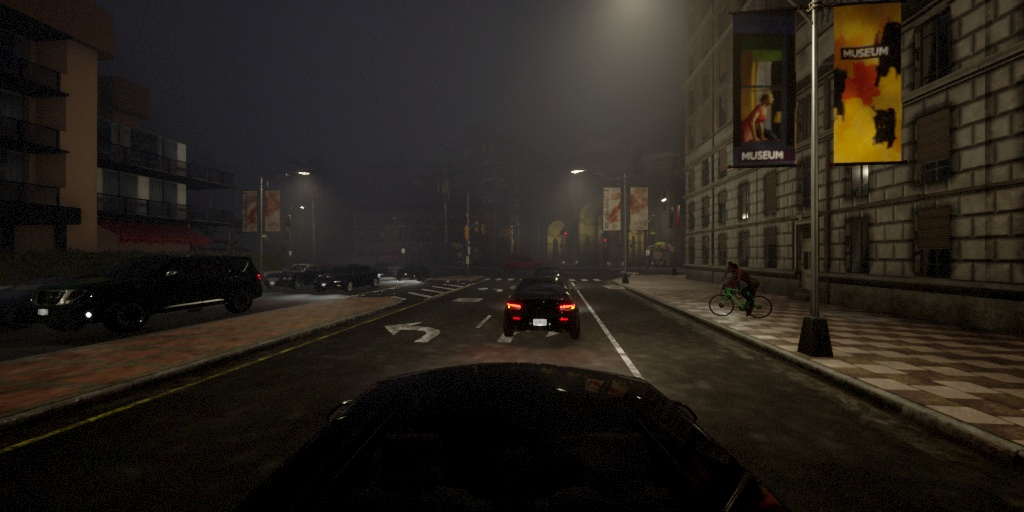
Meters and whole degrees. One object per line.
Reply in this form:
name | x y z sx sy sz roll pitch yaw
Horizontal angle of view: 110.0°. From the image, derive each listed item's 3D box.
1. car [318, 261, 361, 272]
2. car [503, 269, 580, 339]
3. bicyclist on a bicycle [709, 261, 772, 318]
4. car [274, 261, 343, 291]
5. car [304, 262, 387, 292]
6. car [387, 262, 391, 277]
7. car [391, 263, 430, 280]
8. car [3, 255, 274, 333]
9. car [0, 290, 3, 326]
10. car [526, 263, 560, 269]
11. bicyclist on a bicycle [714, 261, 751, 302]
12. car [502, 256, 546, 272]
car | -22.701 1.351 47.258 4.718 1.301 1.895 0 0 7
car | 0.877 1.276 10.078 1.812 1.442 4.674 0 0 7
bicyclist on a bicycle | 6.854 1.051 10.797 1.656 1.620 0.582 0 0 22
car | -12.993 1.242 22.274 2.128 1.511 4.902 0 0 7
car | -9.582 1.254 21.170 1.837 1.490 4.892 0 0 7
car | -12.825 1.298 35.406 2.033 1.411 5.357 0 0 -19
car | -8.579 1.314 31.315 1.994 1.385 4.181 0 0 3
car | -10.713 0.971 11.216 2.150 2.045 5.566 0 0 8
car | -14.204 1.297 11.639 2.033 1.411 5.357 0 0 7
car | 1.922 1.276 18.921 1.812 1.442 4.674 0 0 7
bicyclist on a bicycle | 9.272 1.050 15.059 1.656 1.620 0.582 0 0 -28
car | 1.545 0.971 44.270 5.566 2.045 2.150 0 0 7
